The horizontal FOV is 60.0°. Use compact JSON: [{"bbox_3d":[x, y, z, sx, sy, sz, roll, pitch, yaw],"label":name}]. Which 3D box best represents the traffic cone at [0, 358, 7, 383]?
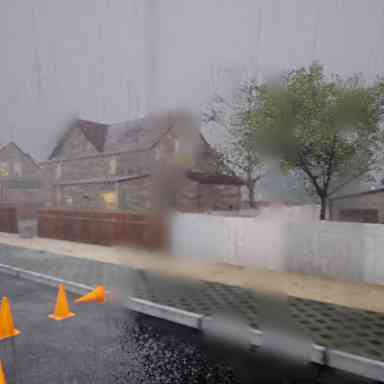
[{"bbox_3d":[-1.956,1.976,3.353,0.340,0.580,0.340,0,0,36],"label":"traffic cone"}]

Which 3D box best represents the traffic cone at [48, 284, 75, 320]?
[{"bbox_3d":[-2.407,1.993,6.145,0.340,0.580,0.340,0,0,36],"label":"traffic cone"}]

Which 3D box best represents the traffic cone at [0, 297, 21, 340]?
[{"bbox_3d":[-2.992,1.988,5.335,0.340,0.580,0.340,0,0,36],"label":"traffic cone"}]
